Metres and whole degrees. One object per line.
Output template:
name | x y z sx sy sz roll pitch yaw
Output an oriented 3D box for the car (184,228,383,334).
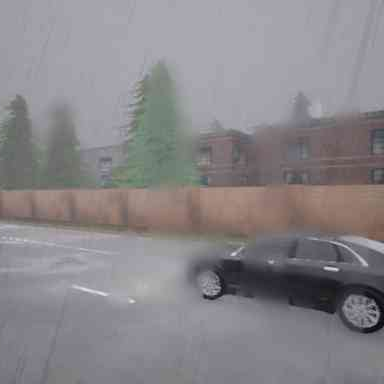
car | 2.068 1.518 6.815 4.892 1.490 1.837 0 0 35
